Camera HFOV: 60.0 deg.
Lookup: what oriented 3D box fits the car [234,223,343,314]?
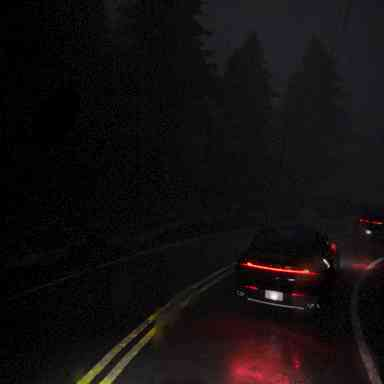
[{"bbox_3d":[2.426,1.503,7.857,1.837,1.490,4.892,2,1,25],"label":"car"}]

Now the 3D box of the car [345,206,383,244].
[{"bbox_3d":[9.477,1.410,15.352,4.892,1.490,1.837,-1,5,-33],"label":"car"}]
